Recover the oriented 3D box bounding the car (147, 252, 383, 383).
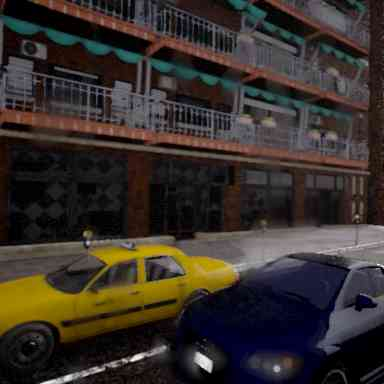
[{"bbox_3d":[1.745,1.606,4.623,4.181,1.385,1.994,1,0,-35],"label":"car"}]

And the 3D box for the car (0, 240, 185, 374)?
[{"bbox_3d":[-1.318,1.547,5.608,4.829,1.417,1.752,1,0,-35],"label":"car"}]
